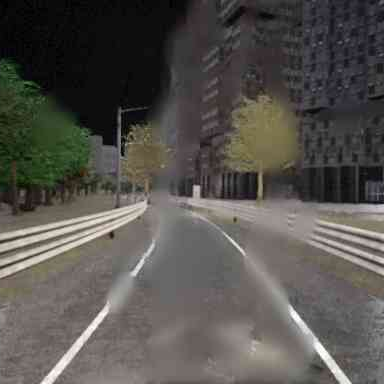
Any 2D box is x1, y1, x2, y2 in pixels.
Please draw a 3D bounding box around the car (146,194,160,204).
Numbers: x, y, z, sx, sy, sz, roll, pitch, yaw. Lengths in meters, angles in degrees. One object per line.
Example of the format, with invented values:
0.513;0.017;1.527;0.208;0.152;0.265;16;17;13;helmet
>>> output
-7.139;1.206;59.107;2.097;1.767;4.553;0;0;-19;car
